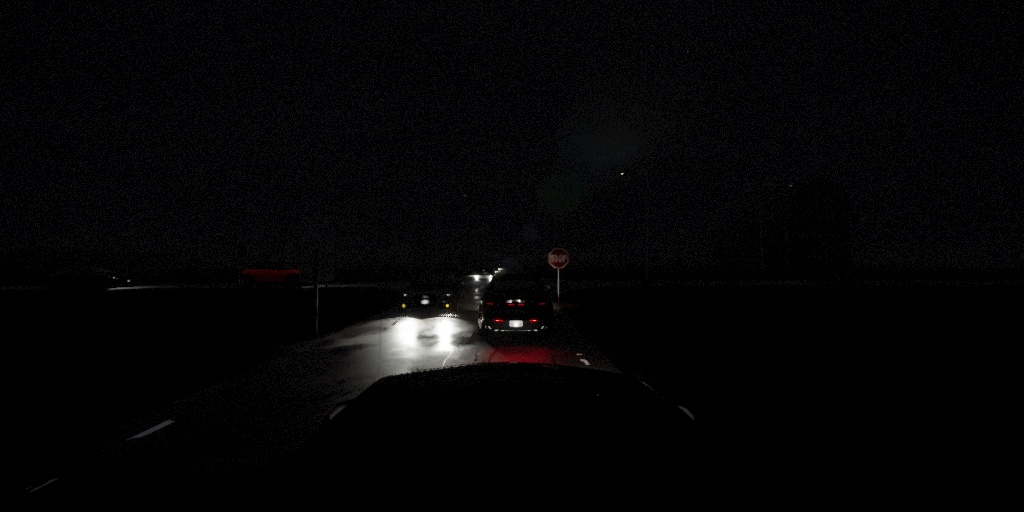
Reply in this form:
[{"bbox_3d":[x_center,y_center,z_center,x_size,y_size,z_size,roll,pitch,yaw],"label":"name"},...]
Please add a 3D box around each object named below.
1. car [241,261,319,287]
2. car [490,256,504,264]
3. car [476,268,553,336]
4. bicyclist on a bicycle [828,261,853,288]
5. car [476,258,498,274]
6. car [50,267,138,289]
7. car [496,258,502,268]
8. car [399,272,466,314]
[{"bbox_3d":[-15.734,1.176,24.528,4.553,1.767,2.097,-1,-1,1],"label":"car"},{"bbox_3d":[-2.901,1.020,61.466,2.150,2.045,5.566,0,0,1],"label":"car"},{"bbox_3d":[0.090,1.258,10.393,1.837,1.490,4.892,0,0,0],"label":"car"},{"bbox_3d":[19.925,1.101,21.760,0.582,1.620,1.656,0,0,0],"label":"bicyclist on a bicycle"},{"bbox_3d":[-2.939,1.281,40.200,1.837,1.490,4.892,0,0,1],"label":"car"},{"bbox_3d":[-28.513,1.451,24.476,4.674,1.442,1.812,-1,-1,0],"label":"car"},{"bbox_3d":[-2.897,1.336,50.808,2.033,1.411,5.357,0,0,0],"label":"car"},{"bbox_3d":[-2.889,1.319,13.749,1.994,1.385,4.181,0,0,-2],"label":"car"}]
